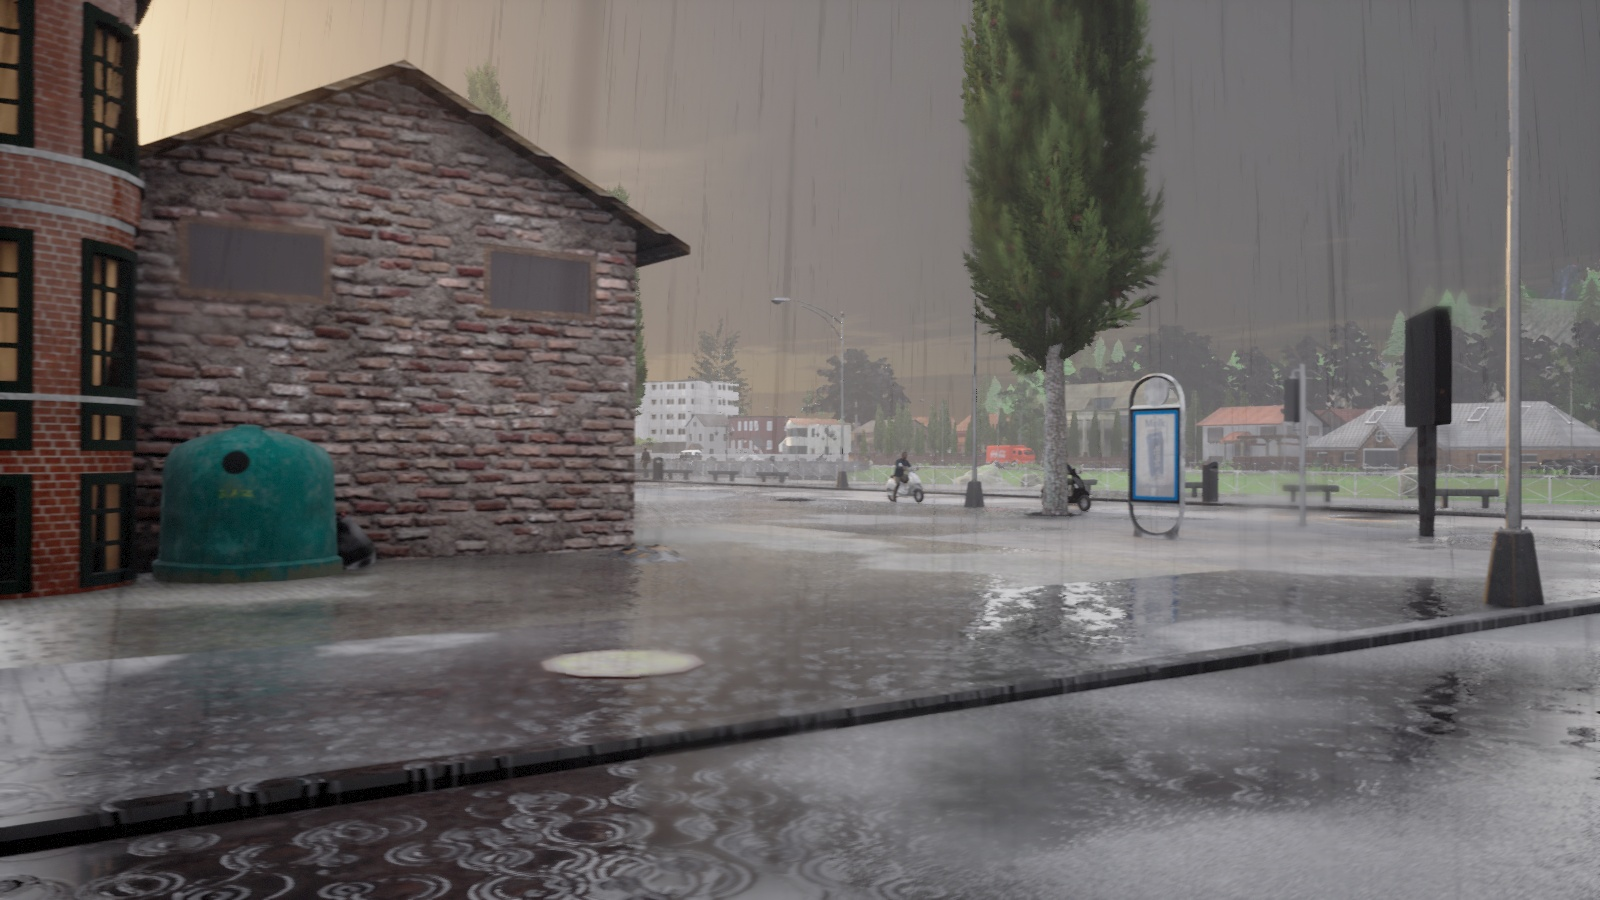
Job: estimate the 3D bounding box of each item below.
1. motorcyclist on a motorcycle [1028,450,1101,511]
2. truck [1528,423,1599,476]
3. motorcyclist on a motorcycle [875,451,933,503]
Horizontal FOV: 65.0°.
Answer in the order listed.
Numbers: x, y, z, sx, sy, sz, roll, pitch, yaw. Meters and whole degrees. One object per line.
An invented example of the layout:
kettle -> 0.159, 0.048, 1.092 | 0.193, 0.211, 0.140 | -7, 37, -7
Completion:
motorcyclist on a motorcycle -> 7.137, 0.805, 33.939 | 0.866, 1.590, 1.817 | 0, 0, -35
truck -> 52.986, -0.006, 82.972 | 2.891, 3.462, 7.936 | 0, 0, -35
motorcyclist on a motorcycle -> 3.263, 0.827, 39.495 | 0.866, 1.590, 1.817 | 0, 0, -35
